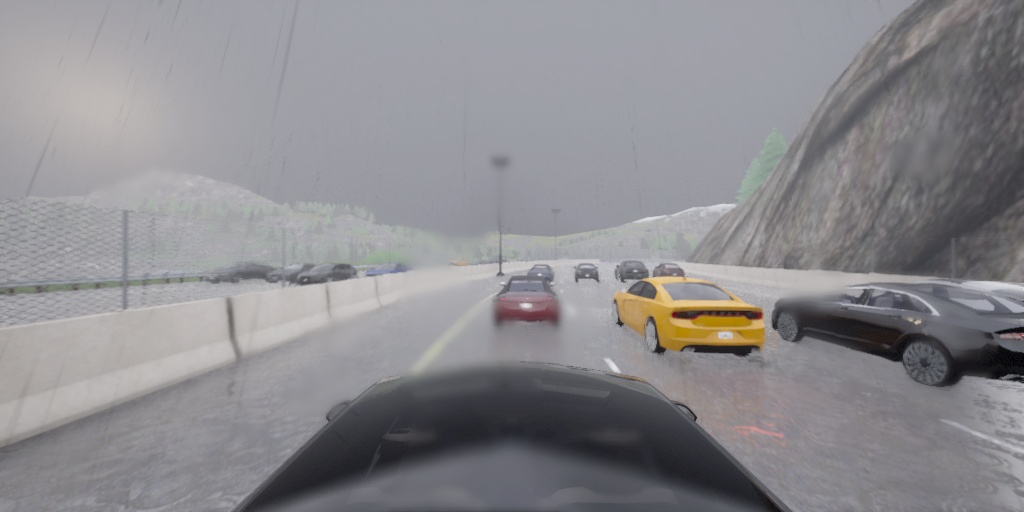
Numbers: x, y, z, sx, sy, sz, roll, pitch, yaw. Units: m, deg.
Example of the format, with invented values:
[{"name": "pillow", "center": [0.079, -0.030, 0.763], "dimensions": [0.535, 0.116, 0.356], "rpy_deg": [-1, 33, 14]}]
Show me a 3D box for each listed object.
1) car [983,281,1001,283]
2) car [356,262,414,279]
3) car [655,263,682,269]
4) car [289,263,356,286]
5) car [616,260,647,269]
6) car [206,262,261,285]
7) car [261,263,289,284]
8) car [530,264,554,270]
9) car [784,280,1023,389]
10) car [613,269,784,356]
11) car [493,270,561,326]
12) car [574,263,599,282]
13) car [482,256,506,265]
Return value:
[{"name": "car", "center": [10.850, 1.305, 8.860], "dimensions": [1.812, 1.442, 4.674], "rpy_deg": [0, 0, 3]}, {"name": "car", "center": [-8.803, 1.220, 25.947], "dimensions": [1.882, 1.535, 5.008], "rpy_deg": [0, 0, 8]}, {"name": "car", "center": [13.458, 1.323, 30.913], "dimensions": [1.812, 1.442, 4.674], "rpy_deg": [0, 0, 10]}, {"name": "car", "center": [-12.494, 1.238, 24.621], "dimensions": [1.837, 1.490, 4.892], "rpy_deg": [0, 0, 7]}, {"name": "car", "center": [9.542, 1.139, 28.817], "dimensions": [2.097, 1.767, 4.553], "rpy_deg": [0, 0, 9]}, {"name": "car", "center": [-19.367, 1.209, 25.999], "dimensions": [2.128, 1.511, 4.902], "rpy_deg": [0, 0, 8]}, {"name": "car", "center": [-15.762, 1.252, 26.661], "dimensions": [1.812, 1.442, 4.674], "rpy_deg": [0, 0, 8]}, {"name": "car", "center": [2.358, 1.333, 28.252], "dimensions": [1.994, 1.385, 4.181], "rpy_deg": [0, 0, 9]}, {"name": "car", "center": [7.275, 1.261, 6.870], "dimensions": [2.128, 1.511, 4.902], "rpy_deg": [0, 0, 2]}, {"name": "car", "center": [3.854, 1.240, 8.764], "dimensions": [1.882, 1.535, 5.008], "rpy_deg": [0, 0, 3]}, {"name": "car", "center": [0.516, 1.320, 11.725], "dimensions": [1.994, 1.385, 4.181], "rpy_deg": [0, 0, 3]}, {"name": "car", "center": [6.092, 1.305, 29.433], "dimensions": [1.812, 1.442, 4.674], "rpy_deg": [0, 0, 9]}, {"name": "car", "center": [-2.851, 0.997, 64.620], "dimensions": [2.150, 2.045, 5.566], "rpy_deg": [0, 0, 20]}]
